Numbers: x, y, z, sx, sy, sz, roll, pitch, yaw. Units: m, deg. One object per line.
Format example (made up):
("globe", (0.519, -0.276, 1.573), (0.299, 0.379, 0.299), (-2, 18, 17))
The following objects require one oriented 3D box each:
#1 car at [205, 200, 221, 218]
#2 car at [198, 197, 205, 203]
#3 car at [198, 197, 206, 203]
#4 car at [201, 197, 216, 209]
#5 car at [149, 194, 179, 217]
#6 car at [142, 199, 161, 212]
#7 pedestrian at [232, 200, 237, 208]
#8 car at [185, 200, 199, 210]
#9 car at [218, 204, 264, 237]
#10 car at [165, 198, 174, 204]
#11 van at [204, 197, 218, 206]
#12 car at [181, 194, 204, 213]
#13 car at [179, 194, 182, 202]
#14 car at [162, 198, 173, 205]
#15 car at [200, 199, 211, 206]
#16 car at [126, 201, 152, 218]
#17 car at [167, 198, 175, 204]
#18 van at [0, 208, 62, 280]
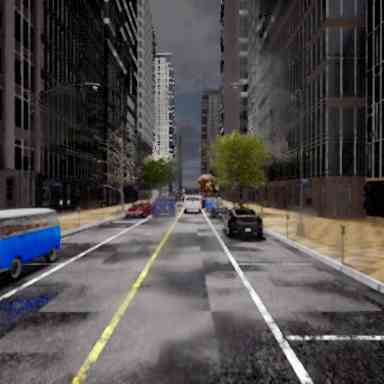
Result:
("car", (2.586, 1.789, 32.423), (2.008, 1.369, 4.403), (-1, 0, 0))
("car", (2.647, 2.254, 94.557), (1.887, 1.381, 4.507), (-1, 0, 0))
("car", (2.640, 2.106, 88.909), (1.967, 1.590, 4.097), (-1, 0, 0))
("car", (2.605, 1.723, 55.019), (2.192, 1.841, 5.009), (-1, 0, 0))
("car", (-2.813, 1.477, 34.597), (2.150, 2.045, 5.566), (0, -1, 0))
("car", (-5.285, 1.762, 43.698), (1.967, 1.590, 4.097), (-1, 0, 0))
("pedestrian", (2.772, 1.453, 21.745), (0.375, 1.860, 0.375), (-1, 0, 0))
("car", (0.051, 1.933, 52.131), (2.033, 1.411, 5.357), (0, 0, 0))
("car", (2.769, 1.643, 18.810), (1.837, 1.490, 4.892), (0, 0, 0))
("car", (-5.250, 2.161, 77.587), (1.802, 1.307, 4.206), (-1, 0, 0))
("van", (2.594, 1.663, 43.721), (1.690, 1.788, 3.998), (-1, 0, 0))
("car", (0.112, 1.527, 41.778), (2.150, 2.045, 5.566), (0, -1, 0))
("car", (-2.676, 1.503, 75.132), (2.150, 2.045, 5.566), (0, 0, 0))
("car", (-5.255, 2.087, 71.939), (2.008, 1.369, 4.403), (-1, 0, 0))
("car", (2.619, 2.038, 66.314), (1.887, 1.381, 4.507), (-1, 0, 0))
("car", (-5.294, 1.819, 32.399), (1.802, 1.307, 4.206), (-1, 0, 0))
("car", (-5.245, 2.167, 83.235), (1.887, 1.381, 4.507), (-1, 0, 0))
("van", (-5.319, 1.413, 9.807), (1.690, 1.788, 3.998), (-1, 0, 0))
